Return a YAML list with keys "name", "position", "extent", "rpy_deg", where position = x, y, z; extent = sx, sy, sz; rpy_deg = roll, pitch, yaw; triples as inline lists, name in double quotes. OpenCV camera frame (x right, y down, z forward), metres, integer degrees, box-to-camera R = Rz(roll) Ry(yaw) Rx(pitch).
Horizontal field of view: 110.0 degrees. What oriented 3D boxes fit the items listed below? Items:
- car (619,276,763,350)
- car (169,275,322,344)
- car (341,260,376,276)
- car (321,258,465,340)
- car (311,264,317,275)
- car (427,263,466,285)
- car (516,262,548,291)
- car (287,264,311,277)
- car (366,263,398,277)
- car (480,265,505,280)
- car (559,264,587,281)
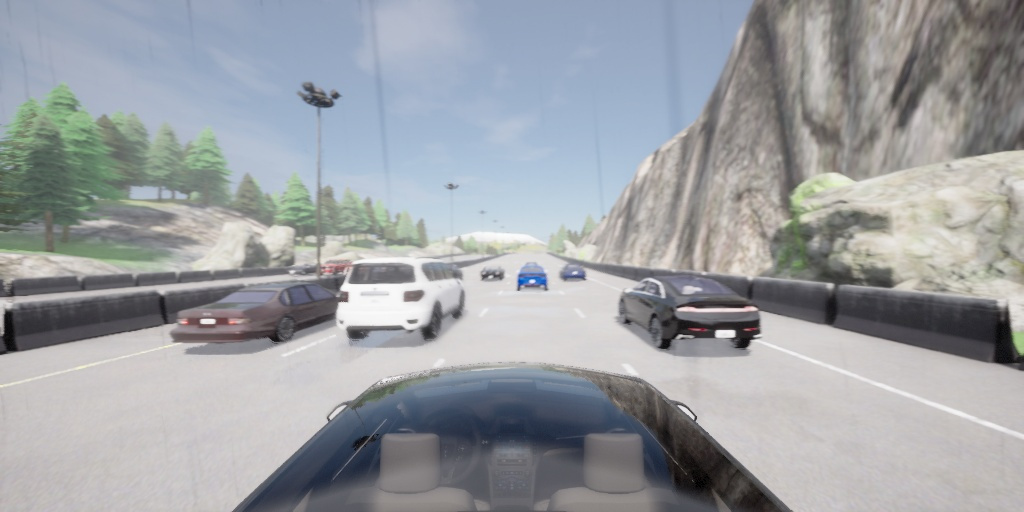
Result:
- name: "car"
  position: [4.065, 1.239, 9.042]
  extent: [2.128, 1.511, 4.902]
  rpy_deg: [-1, 0, 3]
- name: "car"
  position: [-6.386, 1.464, 10.198]
  extent: [2.033, 1.411, 5.357]
  rpy_deg: [-1, 0, 3]
- name: "car"
  position: [-18.792, 1.480, 44.222]
  extent: [2.097, 1.767, 4.553]
  rpy_deg: [-1, 0, 3]
- name: "car"
  position: [-2.869, 1.085, 10.541]
  extent: [2.150, 2.045, 5.566]
  rpy_deg: [-1, 0, 3]
- name: "car"
  position: [-22.249, 1.402, 45.122]
  extent: [2.150, 2.045, 5.566]
  rpy_deg: [-1, 0, 3]
- name: "car"
  position: [-5.338, 1.448, 30.144]
  extent: [2.128, 1.511, 4.902]
  rpy_deg: [-1, 0, 3]
- name: "car"
  position: [1.306, 1.326, 23.203]
  extent: [1.882, 1.535, 5.008]
  rpy_deg: [-1, 0, 3]
- name: "car"
  position: [-25.775, 1.730, 44.686]
  extent: [2.128, 1.511, 4.902]
  rpy_deg: [-1, 0, 3]
- name: "car"
  position: [-15.370, 1.607, 42.700]
  extent: [1.812, 1.442, 4.674]
  rpy_deg: [-1, 0, 3]
- name: "car"
  position: [-1.687, 1.497, 32.902]
  extent: [1.895, 1.301, 4.718]
  rpy_deg: [-1, 0, 3]
- name: "car"
  position: [5.229, 1.352, 31.140]
  extent: [1.994, 1.385, 4.181]
  rpy_deg: [-1, 0, 3]
